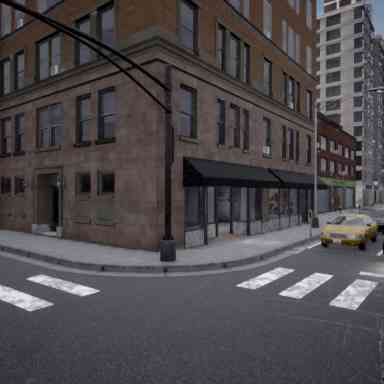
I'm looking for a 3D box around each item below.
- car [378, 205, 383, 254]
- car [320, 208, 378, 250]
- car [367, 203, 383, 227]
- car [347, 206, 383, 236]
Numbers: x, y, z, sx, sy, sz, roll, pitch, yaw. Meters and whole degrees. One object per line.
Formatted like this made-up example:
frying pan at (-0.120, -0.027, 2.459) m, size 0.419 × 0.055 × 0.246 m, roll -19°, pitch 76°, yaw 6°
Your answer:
car at (8.394, 1.373, 11.941) m, size 2.097 × 1.767 × 4.553 m, roll 0°, pitch 0°, yaw 39°
car at (6.962, 1.544, 14.533) m, size 1.752 × 1.417 × 4.829 m, roll 0°, pitch 0°, yaw 37°
car at (13.803, 1.545, 23.540) m, size 1.752 × 1.417 × 4.829 m, roll 0°, pitch 0°, yaw 37°
car at (10.485, 1.586, 19.172) m, size 1.947 × 1.339 × 4.313 m, roll 0°, pitch 0°, yaw 37°
